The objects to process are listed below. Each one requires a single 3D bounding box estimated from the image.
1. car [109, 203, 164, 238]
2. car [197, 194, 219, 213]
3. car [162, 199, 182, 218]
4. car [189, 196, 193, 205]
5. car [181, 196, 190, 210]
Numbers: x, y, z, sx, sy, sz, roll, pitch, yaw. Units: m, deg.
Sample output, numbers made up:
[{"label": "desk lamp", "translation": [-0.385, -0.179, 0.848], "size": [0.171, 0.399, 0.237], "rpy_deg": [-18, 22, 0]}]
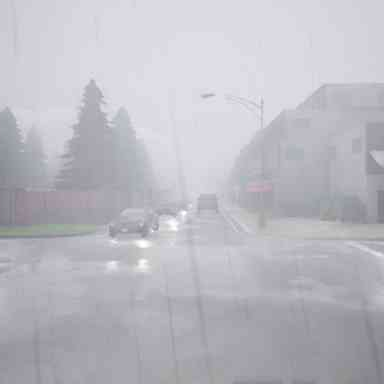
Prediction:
[{"label": "car", "translation": [-2.934, 1.520, 17.810], "size": [1.812, 1.442, 4.674], "rpy_deg": [0, 0, 5]}, {"label": "car", "translation": [1.748, 1.215, 36.728], "size": [2.150, 2.045, 5.566], "rpy_deg": [0, 0, 3]}, {"label": "car", "translation": [-2.250, 1.596, 30.376], "size": [1.895, 1.301, 4.718], "rpy_deg": [0, 0, 3]}, {"label": "car", "translation": [-0.835, 1.503, 58.708], "size": [1.837, 1.490, 4.892], "rpy_deg": [0, 0, 3]}, {"label": "car", "translation": [-1.652, 1.594, 42.889], "size": [1.895, 1.301, 4.718], "rpy_deg": [0, 0, 3]}]
